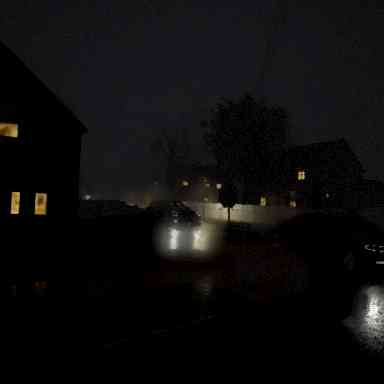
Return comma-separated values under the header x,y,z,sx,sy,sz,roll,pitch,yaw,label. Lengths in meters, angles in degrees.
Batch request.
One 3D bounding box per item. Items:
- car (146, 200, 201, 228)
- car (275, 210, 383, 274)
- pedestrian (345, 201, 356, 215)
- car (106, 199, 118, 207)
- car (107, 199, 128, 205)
x,y,z,sx,sy,sz,roll,pitch,yaw,label
-1.291,1.308,21.425,2.097,1.767,4.553,4,-2,-31,car
4.619,1.379,10.654,1.882,1.535,5.008,2,-1,-18,car
8.249,1.384,17.495,0.375,1.860,0.375,4,-2,-36,pedestrian
-14.489,2.003,60.651,1.994,1.385,4.181,3,-1,-13,car
-7.076,1.527,31.621,1.837,1.490,4.892,3,-2,-26,car
